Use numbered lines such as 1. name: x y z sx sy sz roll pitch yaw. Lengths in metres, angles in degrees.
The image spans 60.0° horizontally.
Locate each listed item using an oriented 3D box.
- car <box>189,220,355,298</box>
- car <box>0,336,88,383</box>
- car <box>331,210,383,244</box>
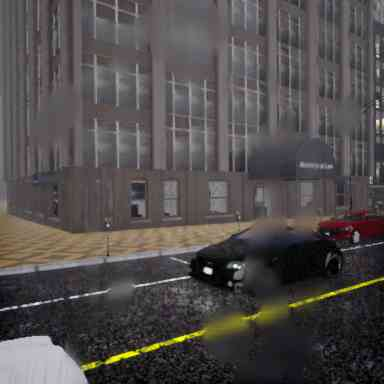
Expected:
1. car: 1.996 1.562 8.520 4.181 1.385 1.994 0 0 -35
2. car: -2.712 1.601 1.374 4.718 1.301 1.895 0 0 -35
3. car: 7.701 1.541 15.616 4.507 1.381 1.887 0 -1 -35
